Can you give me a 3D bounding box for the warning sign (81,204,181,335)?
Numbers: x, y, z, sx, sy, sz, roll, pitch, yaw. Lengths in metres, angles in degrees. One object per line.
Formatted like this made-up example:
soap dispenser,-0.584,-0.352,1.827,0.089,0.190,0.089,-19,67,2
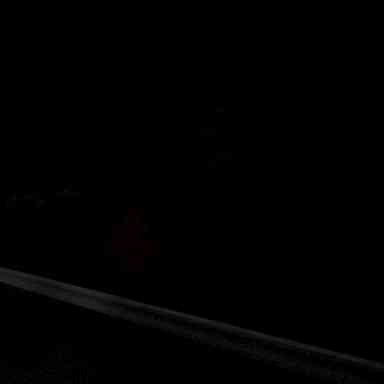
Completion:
warning sign,-1.015,1.153,5.679,1.060,1.860,1.300,-1,0,35
